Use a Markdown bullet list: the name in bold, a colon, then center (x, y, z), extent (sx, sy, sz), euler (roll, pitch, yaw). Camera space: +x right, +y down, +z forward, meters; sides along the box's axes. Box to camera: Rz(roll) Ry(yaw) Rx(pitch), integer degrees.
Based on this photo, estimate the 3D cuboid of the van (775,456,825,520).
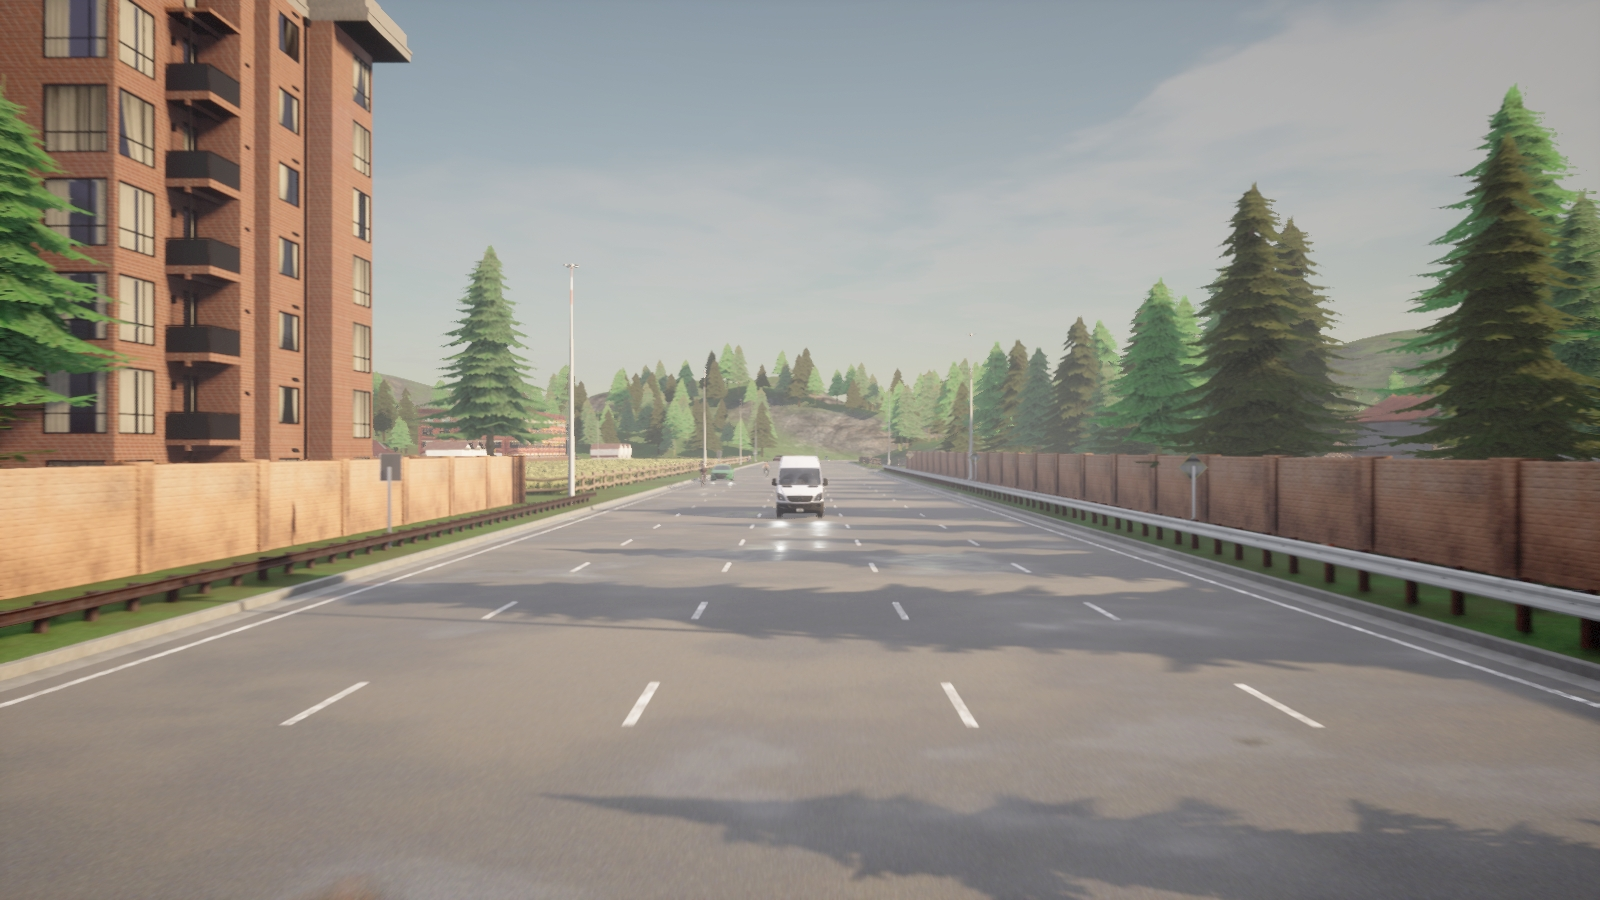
- **van**: center (0.001, 1.534, 48.787), extent (1.988, 2.561, 5.915), euler (0, 0, 0)
